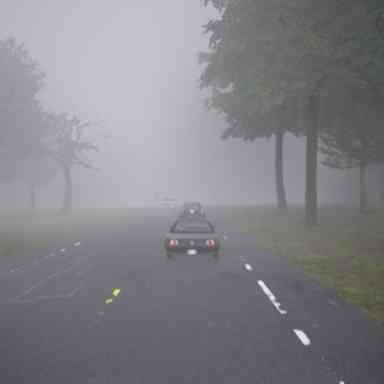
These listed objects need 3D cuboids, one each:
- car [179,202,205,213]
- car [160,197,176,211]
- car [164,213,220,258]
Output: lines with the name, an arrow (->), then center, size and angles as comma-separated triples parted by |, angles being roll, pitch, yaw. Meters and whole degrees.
car -> 0.030, 1.613, 28.409 | 2.097, 1.767, 4.553 | 0, -1, 0
car -> -3.536, 1.736, 50.555 | 2.150, 2.045, 5.566 | 0, -1, 0
car -> 0.023, 1.719, 13.232 | 1.895, 1.301, 4.718 | 0, 0, 0
